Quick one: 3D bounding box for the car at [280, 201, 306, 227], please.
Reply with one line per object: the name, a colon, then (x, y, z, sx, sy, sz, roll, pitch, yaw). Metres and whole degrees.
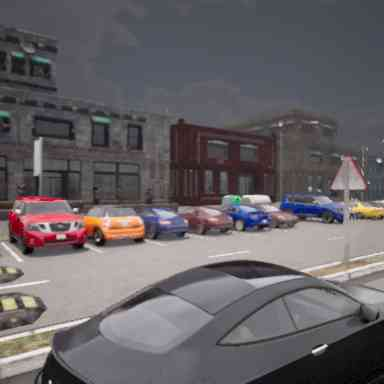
car: (4.855, 1.531, 22.252, 2.002, 1.452, 4.674, 0, 0, -36)

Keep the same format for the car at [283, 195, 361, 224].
car: (9.341, 1.239, 25.459, 2.435, 2.045, 5.566, 0, 0, -36)

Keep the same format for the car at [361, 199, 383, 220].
car: (13.682, 1.492, 28.863, 1.946, 1.575, 5.366, 0, 0, -36)

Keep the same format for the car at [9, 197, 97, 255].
car: (-6.298, 1.255, 14.145, 2.435, 2.045, 5.566, 0, 0, -36)

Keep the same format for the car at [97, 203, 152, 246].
car: (-4.062, 1.378, 15.759, 2.185, 1.767, 4.553, 0, 0, -36)

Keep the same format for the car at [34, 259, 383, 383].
car: (0.806, 1.527, 3.720, 4.674, 1.442, 1.812, 0, 0, -36)

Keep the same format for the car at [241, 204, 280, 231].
car: (2.626, 1.494, 20.629, 2.097, 1.535, 5.008, 0, 0, -36)

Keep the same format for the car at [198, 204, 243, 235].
car: (0.390, 1.537, 19.016, 2.002, 1.452, 4.674, 0, 0, -36)

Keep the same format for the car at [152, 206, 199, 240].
car: (-1.950, 1.540, 17.323, 2.002, 1.452, 4.674, 0, 0, -36)
